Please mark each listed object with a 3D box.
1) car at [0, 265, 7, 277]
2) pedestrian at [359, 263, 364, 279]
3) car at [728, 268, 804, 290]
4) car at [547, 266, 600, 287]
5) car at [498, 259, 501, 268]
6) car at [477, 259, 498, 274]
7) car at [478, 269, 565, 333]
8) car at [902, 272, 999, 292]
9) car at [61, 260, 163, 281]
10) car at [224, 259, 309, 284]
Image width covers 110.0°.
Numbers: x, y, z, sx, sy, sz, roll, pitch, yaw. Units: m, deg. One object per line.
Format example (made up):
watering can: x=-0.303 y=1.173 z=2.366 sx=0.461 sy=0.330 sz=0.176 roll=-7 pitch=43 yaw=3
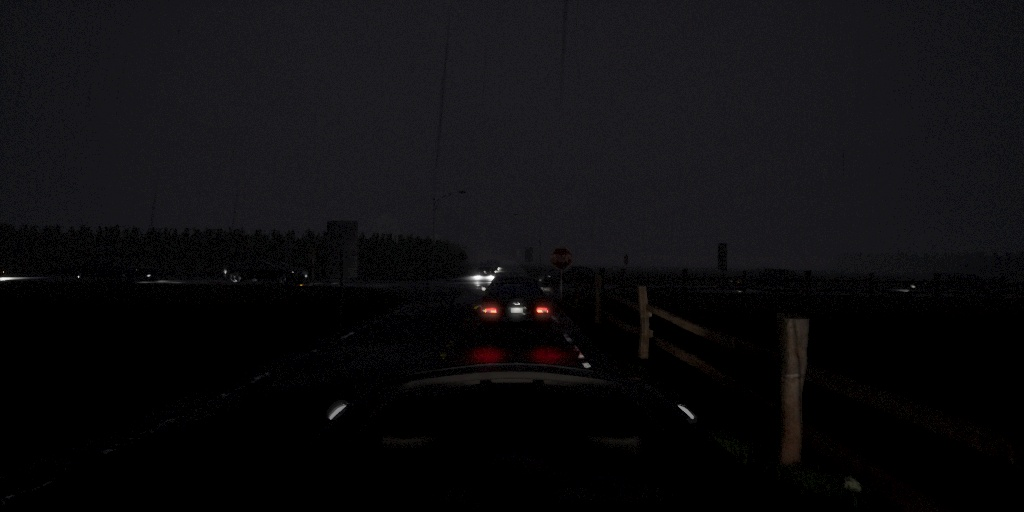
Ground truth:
car: x=-35.633 y=0.699 z=23.069 sx=4.181 sy=1.385 sz=1.994 roll=1 pitch=-1 yaw=0
pedestrian: x=-12.230 y=1.171 z=29.155 sx=0.375 sy=1.300 sz=0.375 roll=0 pitch=-2 yaw=0
car: x=18.536 y=1.631 z=26.286 sx=4.892 sy=1.490 sz=1.837 roll=1 pitch=-1 yaw=0
car: x=4.057 y=1.379 z=24.828 sx=4.674 sy=1.442 sz=1.812 roll=1 pitch=-1 yaw=-23
car: x=-2.947 y=1.306 z=50.999 sx=2.033 sy=1.411 sz=5.357 roll=0 pitch=0 yaw=0
car: x=-2.928 y=1.358 z=40.552 sx=1.895 sy=1.301 sz=4.718 roll=0 pitch=0 yaw=0
car: x=0.045 y=1.299 z=10.762 sx=2.033 sy=1.411 sz=5.357 roll=0 pitch=0 yaw=-1
car: x=32.156 y=1.917 z=26.349 sx=5.357 sy=1.411 sz=2.033 roll=1 pitch=-1 yaw=0
car: x=-25.611 y=0.912 z=23.112 sx=4.718 sy=1.301 sz=1.895 roll=1 pitch=-1 yaw=0
car: x=-15.702 y=0.978 z=23.125 sx=4.902 sy=1.511 sz=2.128 roll=1 pitch=-1 yaw=1
